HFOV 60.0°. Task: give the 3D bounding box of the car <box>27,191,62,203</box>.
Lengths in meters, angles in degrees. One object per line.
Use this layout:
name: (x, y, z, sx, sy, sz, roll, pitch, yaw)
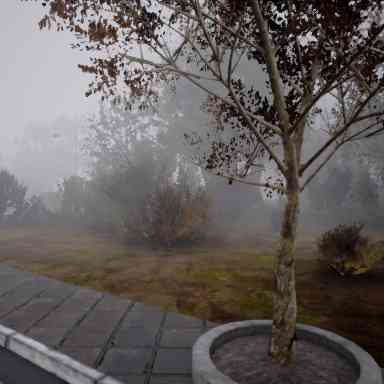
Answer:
car: (-18.391, 0.939, 41.852, 2.150, 2.045, 5.566, 1, 0, 32)
